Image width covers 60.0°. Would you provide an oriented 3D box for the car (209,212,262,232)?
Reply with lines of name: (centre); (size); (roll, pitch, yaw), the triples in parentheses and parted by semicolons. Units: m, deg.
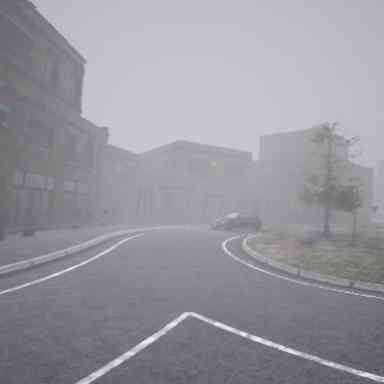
car: (3.486, 2.241, 25.751); (4.674, 1.442, 1.812); (3, -3, -37)
